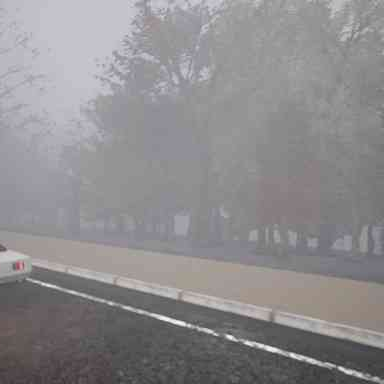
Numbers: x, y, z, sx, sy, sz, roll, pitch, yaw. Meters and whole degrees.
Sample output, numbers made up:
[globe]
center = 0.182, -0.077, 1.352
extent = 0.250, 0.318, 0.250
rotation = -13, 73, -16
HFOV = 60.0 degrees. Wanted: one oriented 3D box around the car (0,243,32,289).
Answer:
[car]
center = -5.893, 1.608, 7.886
extent = 4.718, 1.301, 1.895
rotation = 0, 0, 36
